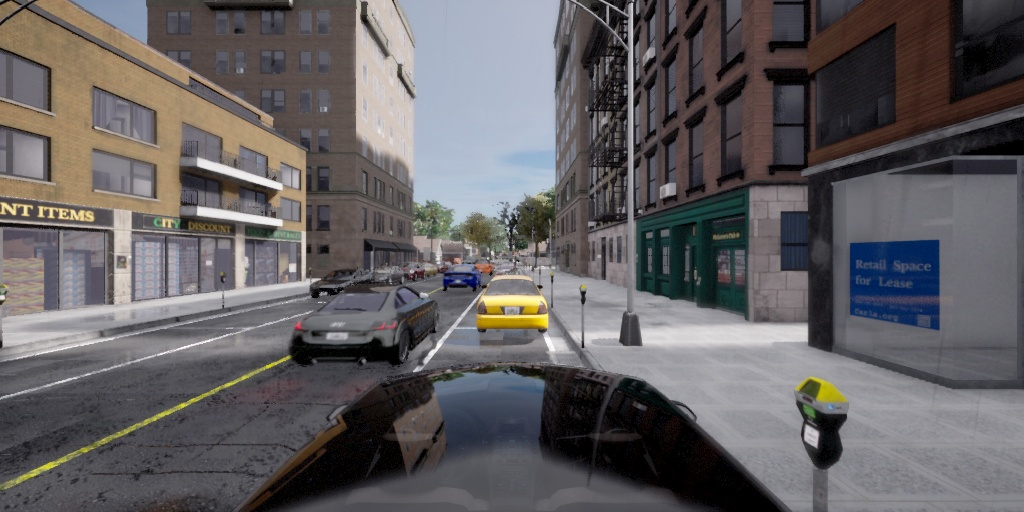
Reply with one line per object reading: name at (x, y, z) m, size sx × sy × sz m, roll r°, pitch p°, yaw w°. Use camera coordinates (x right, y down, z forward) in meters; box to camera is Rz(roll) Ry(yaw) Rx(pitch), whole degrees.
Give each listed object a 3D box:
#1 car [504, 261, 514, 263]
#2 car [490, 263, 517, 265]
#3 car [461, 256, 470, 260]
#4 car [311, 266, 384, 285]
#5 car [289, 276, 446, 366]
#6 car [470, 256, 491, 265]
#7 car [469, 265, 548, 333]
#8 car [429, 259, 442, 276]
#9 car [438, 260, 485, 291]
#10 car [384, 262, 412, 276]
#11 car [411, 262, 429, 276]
car at (-0.383, 1.281, 29.411) m, size 1.751 × 1.417 × 4.829 m, roll 0°, pitch 0°, yaw 0°
car at (-0.383, 1.334, 23.722) m, size 1.802 × 1.307 × 4.207 m, roll 0°, pitch 0°, yaw 0°
car at (-5.773, 0.983, 49.559) m, size 2.150 × 2.045 × 5.566 m, roll 0°, pitch 0°, yaw 0°
car at (-8.408, 1.316, 18.201) m, size 1.948 × 1.339 × 4.313 m, roll 0°, pitch 0°, yaw 0°
car at (-2.922, 1.314, 8.000) m, size 1.994 × 1.385 × 4.181 m, roll 0°, pitch 0°, yaw 0°
car at (-3.022, 1.115, 38.401) m, size 2.097 × 1.767 × 4.553 m, roll 0°, pitch 0°, yaw 0°
car at (0.005, 1.207, 10.690) m, size 1.801 × 1.575 × 5.366 m, roll 0°, pitch 0°, yaw 0°
car at (-8.408, 1.285, 34.586) m, size 1.751 × 1.417 × 4.829 m, roll 0°, pitch 0°, yaw 0°
car at (-2.921, 1.229, 21.907) m, size 1.882 × 1.535 × 5.008 m, roll 0°, pitch 0°, yaw 0°
car at (-8.408, 1.303, 23.719) m, size 2.007 × 1.370 × 4.403 m, roll 0°, pitch 0°, yaw 0°
car at (-8.408, 1.195, 29.238) m, size 1.967 × 1.591 × 4.097 m, roll 0°, pitch 0°, yaw 0°
